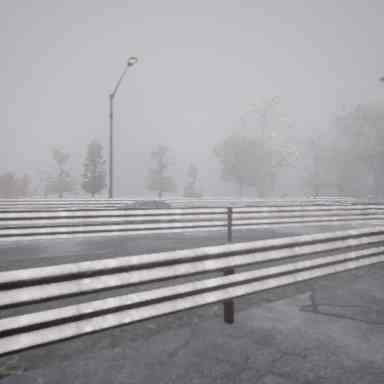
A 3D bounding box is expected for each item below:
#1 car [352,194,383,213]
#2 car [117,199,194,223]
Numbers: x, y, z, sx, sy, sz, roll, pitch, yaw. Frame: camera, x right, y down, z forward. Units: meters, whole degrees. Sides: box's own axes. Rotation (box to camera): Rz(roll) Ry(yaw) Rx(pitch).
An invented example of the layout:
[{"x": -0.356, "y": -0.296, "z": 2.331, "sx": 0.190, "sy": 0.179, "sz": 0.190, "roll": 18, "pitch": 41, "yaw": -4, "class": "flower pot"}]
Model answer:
[{"x": 18.508, "y": 1.127, "z": 33.716, "sx": 4.553, "sy": 1.767, "sz": 2.097, "roll": 0, "pitch": 0, "yaw": -23, "class": "car"}, {"x": -2.245, "y": 1.220, "z": 20.656, "sx": 4.892, "sy": 1.490, "sz": 1.837, "roll": 0, "pitch": 0, "yaw": -25, "class": "car"}]
